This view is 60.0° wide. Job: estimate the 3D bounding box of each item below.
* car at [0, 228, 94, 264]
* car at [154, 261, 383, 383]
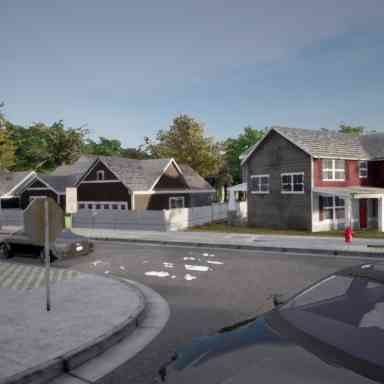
[{"bbox_3d":[-6.230,2.114,14.214,4.181,1.385,1.994,-2,0,29],"label":"car"},{"bbox_3d":[2.000,1.492,3.052,4.902,1.511,2.128,0,0,-26],"label":"car"}]
